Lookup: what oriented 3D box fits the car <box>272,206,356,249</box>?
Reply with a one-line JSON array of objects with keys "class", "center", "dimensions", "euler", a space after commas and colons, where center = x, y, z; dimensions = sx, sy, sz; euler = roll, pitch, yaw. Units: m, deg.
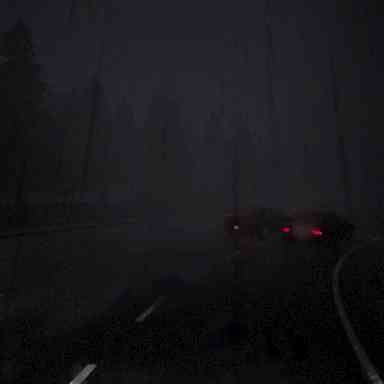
[{"class": "car", "center": [5.796, 1.590, 14.910], "dimensions": [2.033, 1.411, 5.357], "euler": [0, 0, 38]}]

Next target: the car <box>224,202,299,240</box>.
[{"class": "car", "center": [3.641, 1.525, 17.599], "dimensions": [1.882, 1.535, 5.008], "euler": [0, 0, 39]}]

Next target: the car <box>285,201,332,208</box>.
[{"class": "car", "center": [10.626, 1.558, 29.057], "dimensions": [5.008, 1.535, 1.882], "euler": [0, 0, -39]}]
